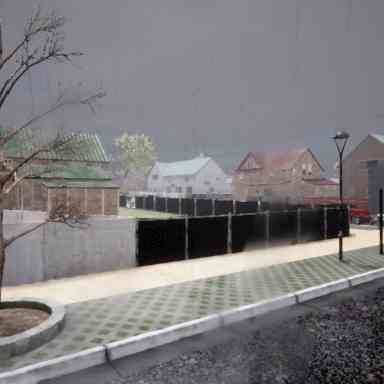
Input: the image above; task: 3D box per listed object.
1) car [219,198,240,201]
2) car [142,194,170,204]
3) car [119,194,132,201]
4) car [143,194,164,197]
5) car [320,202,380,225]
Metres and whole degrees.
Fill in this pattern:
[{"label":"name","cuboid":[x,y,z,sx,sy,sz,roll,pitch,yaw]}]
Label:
[{"label":"car","cuboid":[3.752,1.312,32.378,2.033,1.411,5.357,0,1,-34]},{"label":"car","cuboid":[-5.679,1.088,51.452,2.033,1.411,5.357,0,1,-35]},{"label":"car","cuboid":[-12.996,1.001,62.175,1.895,1.301,4.718,0,1,-34]},{"label":"car","cuboid":[-5.668,1.096,46.252,1.837,1.490,4.892,0,0,-34]},{"label":"car","cuboid":[10.242,1.410,22.742,1.812,1.442,4.674,0,1,-32]}]
